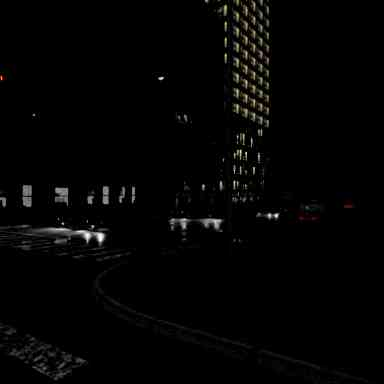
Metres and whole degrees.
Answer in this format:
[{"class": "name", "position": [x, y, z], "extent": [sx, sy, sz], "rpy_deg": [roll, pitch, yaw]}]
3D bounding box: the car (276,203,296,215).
[{"class": "car", "position": [13.730, 2.418, 46.440], "extent": [1.994, 1.385, 4.181], "rpy_deg": [0, -1, 33]}]

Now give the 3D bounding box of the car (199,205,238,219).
[{"class": "car", "position": [3.321, 2.148, 36.504], "extent": [2.033, 1.411, 5.357], "rpy_deg": [0, -1, 33]}]

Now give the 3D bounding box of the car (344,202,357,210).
[{"class": "car", "position": [31.303, 2.789, 65.816], "extent": [1.882, 1.535, 5.008], "rpy_deg": [0, -1, 33]}]

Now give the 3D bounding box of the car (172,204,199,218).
[{"class": "car", "position": [-0.313, 2.072, 36.848], "extent": [1.837, 1.490, 4.892], "rpy_deg": [0, -1, 33]}]

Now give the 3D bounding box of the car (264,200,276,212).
[{"class": "car", "position": [13.584, 2.452, 52.329], "extent": [2.128, 1.511, 4.902], "rpy_deg": [0, -1, 33]}]

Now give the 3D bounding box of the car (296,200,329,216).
[{"class": "car", "position": [16.032, 2.065, 44.041], "extent": [2.150, 2.045, 5.566], "rpy_deg": [0, -1, 35]}]

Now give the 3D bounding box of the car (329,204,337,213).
[{"class": "car", "position": [21.755, 2.596, 53.030], "extent": [1.994, 1.385, 4.181], "rpy_deg": [0, -1, 33]}]

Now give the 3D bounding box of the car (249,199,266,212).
[{"class": "car", "position": [10.568, 2.145, 53.656], "extent": [2.150, 2.045, 5.566], "rpy_deg": [0, -1, 33]}]

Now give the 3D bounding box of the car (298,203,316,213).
[{"class": "car", "position": [19.019, 2.554, 54.785], "extent": [1.812, 1.442, 4.674], "rpy_deg": [0, -1, 33]}]

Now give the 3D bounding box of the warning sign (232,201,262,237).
[{"class": "warning sign", "position": [3.068, 1.454, 18.571], "extent": [1.300, 1.860, 1.060], "rpy_deg": [1, 1, 33]}]

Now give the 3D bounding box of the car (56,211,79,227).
[{"class": "car", "position": [-7.597, 1.873, 25.500], "extent": [2.033, 1.411, 5.357], "rpy_deg": [0, -1, 33]}]

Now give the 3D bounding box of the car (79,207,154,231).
[{"class": "car", "position": [-4.940, 1.874, 23.622], "extent": [2.033, 1.411, 5.357], "rpy_deg": [0, -1, 33]}]
